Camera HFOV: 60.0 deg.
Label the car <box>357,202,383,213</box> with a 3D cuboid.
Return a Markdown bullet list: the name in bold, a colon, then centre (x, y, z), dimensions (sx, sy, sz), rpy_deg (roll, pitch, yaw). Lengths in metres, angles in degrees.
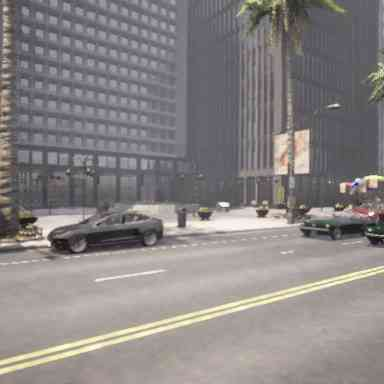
- **car**: centre (14.456, 1.631, 26.607), dimensions (4.553, 1.767, 2.185), rpy_deg (1, 0, -36)

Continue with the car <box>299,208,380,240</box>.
- **car**: centre (7.970, 1.774, 18.127), dimensions (4.718, 1.301, 1.895), rpy_deg (1, 0, -35)

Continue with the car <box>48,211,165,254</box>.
- **car**: centre (-3.443, 1.564, 13.931), dimensions (4.786, 1.482, 2.161), rpy_deg (1, 0, -36)

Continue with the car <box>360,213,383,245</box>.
- **car**: centre (9.992, 1.786, 15.270), dimensions (4.718, 1.301, 1.895), rpy_deg (1, 0, -35)
